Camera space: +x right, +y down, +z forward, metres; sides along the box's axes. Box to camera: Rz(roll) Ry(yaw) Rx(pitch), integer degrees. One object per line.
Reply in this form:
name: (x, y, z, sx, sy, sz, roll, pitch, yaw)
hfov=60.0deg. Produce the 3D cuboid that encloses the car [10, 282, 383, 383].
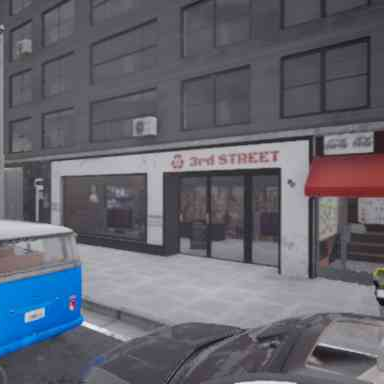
car: (0.988, 1.550, 2.106, 4.403, 1.369, 2.008, 0, 0, 35)

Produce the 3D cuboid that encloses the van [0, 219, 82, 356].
van: (-3.498, 1.321, 5.305, 3.998, 1.788, 1.690, 0, 0, 35)
